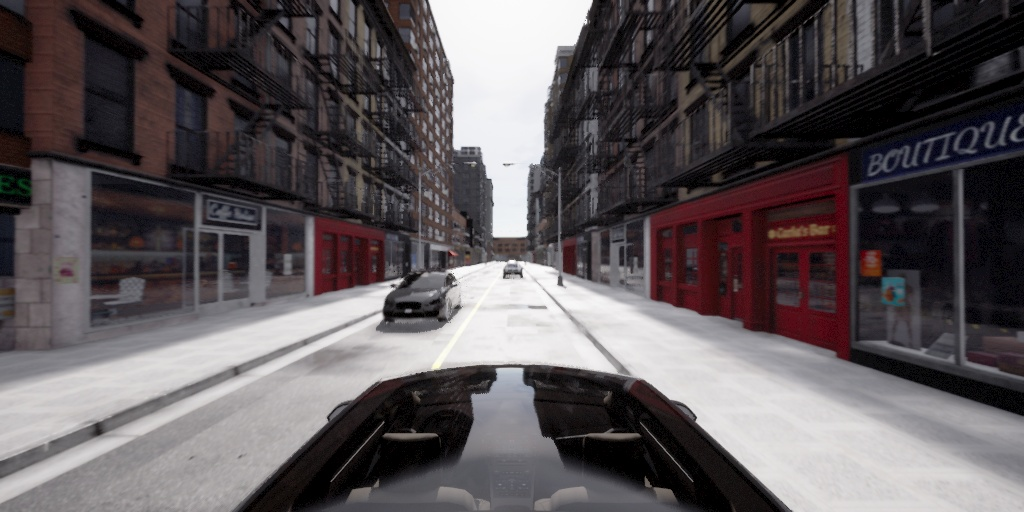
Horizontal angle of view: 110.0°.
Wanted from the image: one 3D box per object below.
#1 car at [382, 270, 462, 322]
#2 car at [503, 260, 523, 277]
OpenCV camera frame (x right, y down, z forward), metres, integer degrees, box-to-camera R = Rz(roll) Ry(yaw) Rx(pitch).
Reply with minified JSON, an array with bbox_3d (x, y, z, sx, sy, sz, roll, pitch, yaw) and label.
[{"bbox_3d":[-2.850,1.256,12.277,1.837,1.490,4.892,0,0,0],"label":"car"},{"bbox_3d":[0.096,1.375,35.083,1.895,1.301,4.718,0,0,0],"label":"car"}]
